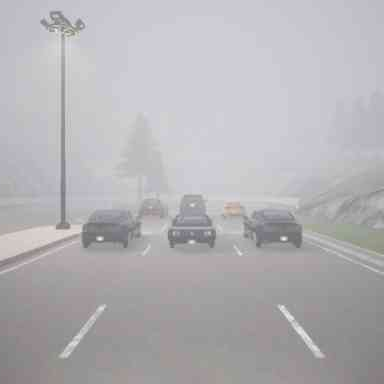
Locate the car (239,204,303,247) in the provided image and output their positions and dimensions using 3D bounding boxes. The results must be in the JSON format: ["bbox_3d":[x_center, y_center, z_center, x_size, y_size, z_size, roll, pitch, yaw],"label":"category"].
[{"bbox_3d":[3.504,1.508,15.084,1.837,1.490,4.892,0,0,0],"label":"car"}]

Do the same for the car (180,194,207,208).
[{"bbox_3d":[0.142,1.217,29.598,2.150,2.045,5.566,0,0,2],"label":"car"}]

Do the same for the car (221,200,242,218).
[{"bbox_3d":[3.688,1.478,29.935,1.882,1.535,5.008,0,0,3],"label":"car"}]

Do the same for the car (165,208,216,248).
[{"bbox_3d":[0.001,1.601,14.886,1.895,1.301,4.718,0,0,0],"label":"car"}]

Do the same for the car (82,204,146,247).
[{"bbox_3d":[-3.496,1.508,15.090,1.837,1.490,4.892,0,0,0],"label":"car"}]

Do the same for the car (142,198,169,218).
[{"bbox_3d":[-3.344,1.350,29.785,2.097,1.767,4.553,0,0,3],"label":"car"}]
